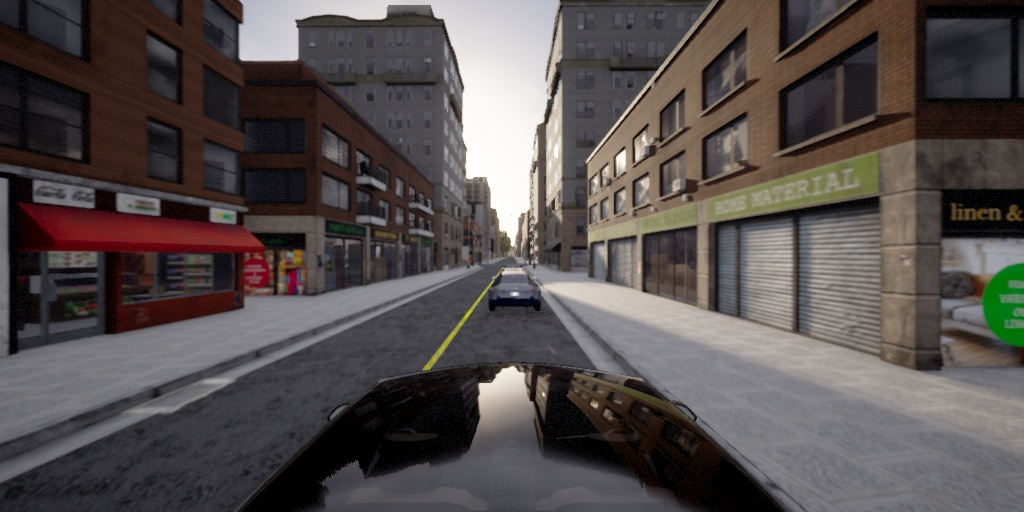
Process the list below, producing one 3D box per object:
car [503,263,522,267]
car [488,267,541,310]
[{"bbox_3d":[0.107,1.326,32.676,1.895,1.301,4.718,0,0,0],"label":"car"},{"bbox_3d":[0.103,1.301,14.557,1.994,1.385,4.181,0,0,0],"label":"car"}]
